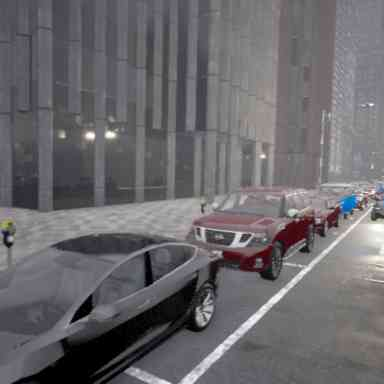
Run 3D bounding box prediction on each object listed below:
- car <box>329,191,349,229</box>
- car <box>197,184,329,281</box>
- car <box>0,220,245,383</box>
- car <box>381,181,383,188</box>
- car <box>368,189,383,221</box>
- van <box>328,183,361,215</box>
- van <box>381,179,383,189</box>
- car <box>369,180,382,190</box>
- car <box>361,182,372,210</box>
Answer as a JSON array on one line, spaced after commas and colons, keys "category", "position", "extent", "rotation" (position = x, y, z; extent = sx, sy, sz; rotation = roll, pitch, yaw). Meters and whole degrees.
[{"category": "car", "position": [4.880, 0.836, 13.490], "extent": [1.887, 1.381, 4.507], "rotation": [3, 4, 32]}, {"category": "car", "position": [1.846, 0.814, 8.733], "extent": [2.192, 1.841, 5.009], "rotation": [3, 4, 32]}, {"category": "car", "position": [-1.198, 1.272, 4.005], "extent": [1.947, 1.339, 4.313], "rotation": [3, 4, 32]}, {"category": "car", "position": [41.340, -1.617, 70.409], "extent": [1.947, 1.339, 4.313], "rotation": [3, 4, 32]}, {"category": "car", "position": [10.562, 0.776, 17.244], "extent": [1.994, 1.385, 4.181], "rotation": [4, 4, 32]}, {"category": "van", "position": [7.923, 0.425, 18.221], "extent": [1.690, 1.788, 3.998], "rotation": [3, 4, 32]}, {"category": "van", "position": [23.115, -0.610, 41.937], "extent": [1.690, 1.788, 3.998], "rotation": [3, 4, 32]}, {"category": "car", "position": [17.036, -0.097, 32.456], "extent": [1.967, 1.590, 4.097], "rotation": [3, 4, 32]}, {"category": "car", "position": [10.959, 0.317, 22.970], "extent": [1.967, 1.590, 4.097], "rotation": [3, 4, 32]}]
